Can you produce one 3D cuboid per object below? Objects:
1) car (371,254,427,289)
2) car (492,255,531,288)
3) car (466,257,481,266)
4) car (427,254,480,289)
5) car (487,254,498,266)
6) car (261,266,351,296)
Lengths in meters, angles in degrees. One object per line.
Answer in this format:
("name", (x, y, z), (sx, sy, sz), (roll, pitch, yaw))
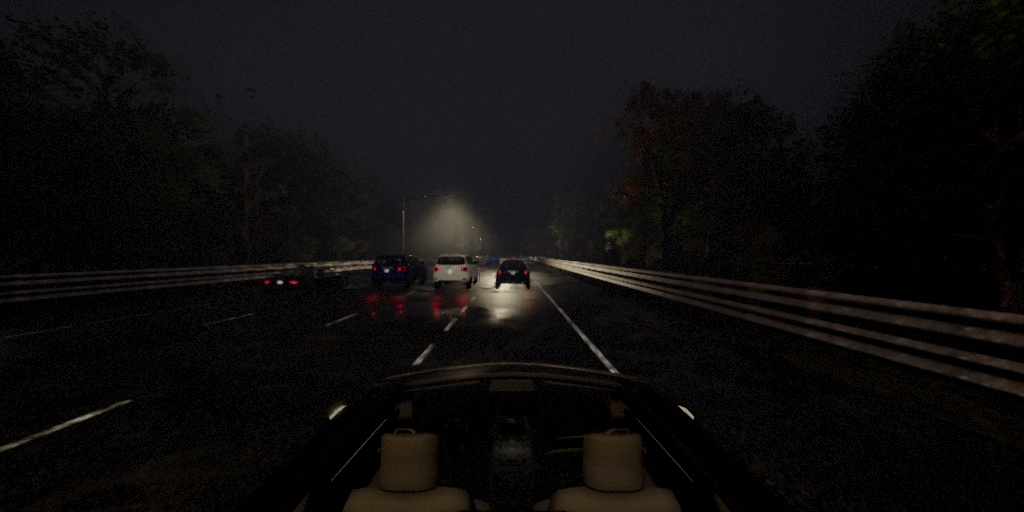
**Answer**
("car", (-6.929, 0.884, 22.540), (2.150, 2.045, 5.566), (0, 0, 0))
("car", (0.070, 1.010, 23.047), (2.097, 1.767, 4.553), (0, 0, 0))
("car", (-6.767, 0.984, 64.170), (2.128, 1.511, 4.902), (0, 0, 0))
("car", (-3.429, 0.884, 22.530), (2.150, 2.045, 5.566), (0, 0, 0))
("car", (-3.265, 0.716, 63.886), (2.150, 2.045, 5.566), (0, 0, 0))
("car", (-10.451, 1.224, 18.674), (2.033, 1.411, 5.357), (0, 0, 1))
